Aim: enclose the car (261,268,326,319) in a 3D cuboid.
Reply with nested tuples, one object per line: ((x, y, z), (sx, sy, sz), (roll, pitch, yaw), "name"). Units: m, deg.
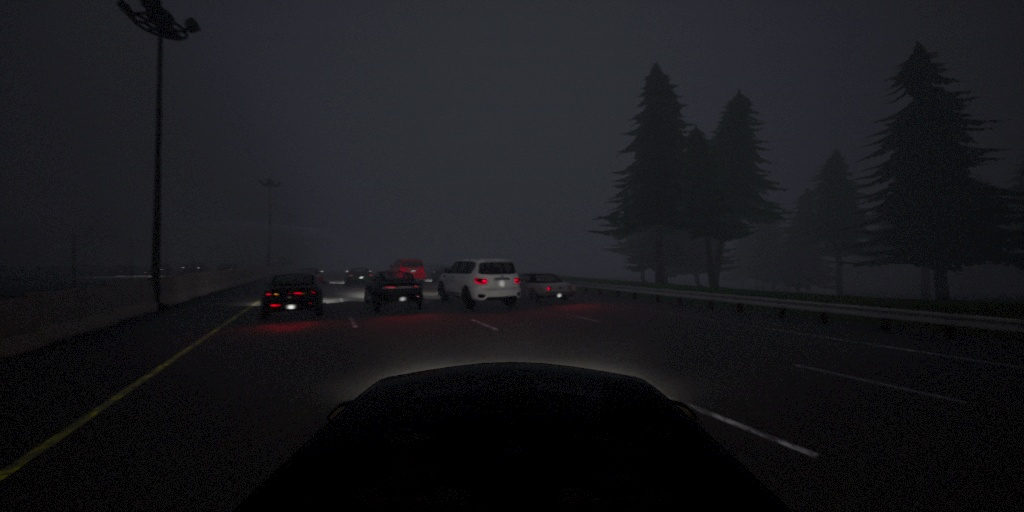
((-8.226, 1.382, 13.689), (1.837, 1.490, 4.892), (0, 0, -28), "car")

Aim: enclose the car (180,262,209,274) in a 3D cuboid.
((-42.348, 1.602, 47.921), (2.097, 1.767, 4.553), (0, -1, -27), "car")

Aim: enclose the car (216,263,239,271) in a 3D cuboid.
((-39.221, 1.746, 49.485), (1.882, 1.535, 5.008), (0, -1, -27), "car")

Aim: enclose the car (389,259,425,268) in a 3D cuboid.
((-8.657, 1.270, 29.389), (2.150, 2.045, 5.566), (0, 0, -28), "car")

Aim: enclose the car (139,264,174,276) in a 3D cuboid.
((-45.386, 1.732, 46.189), (1.837, 1.490, 4.892), (0, -1, -27), "car")

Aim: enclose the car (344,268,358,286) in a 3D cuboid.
((-12.088, 1.596, 28.404), (1.994, 1.385, 4.181), (0, -1, -28), "car")

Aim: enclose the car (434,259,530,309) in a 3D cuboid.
((-1.639, 1.132, 16.196), (2.150, 2.045, 5.566), (0, 0, -28), "car")

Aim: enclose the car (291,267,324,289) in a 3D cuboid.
((-15.292, 1.578, 26.984), (1.994, 1.385, 4.181), (0, -1, -28), "car")

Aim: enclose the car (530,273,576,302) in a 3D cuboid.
((1.143, 1.534, 18.427), (1.895, 1.301, 4.718), (0, -1, -28), "car")

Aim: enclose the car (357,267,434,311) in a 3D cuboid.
((-5.141, 1.388, 15.342), (2.128, 1.511, 4.902), (0, -1, -28), "car")

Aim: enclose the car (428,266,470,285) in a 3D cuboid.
((-5.558, 1.612, 31.009), (2.033, 1.411, 5.357), (0, -1, -28), "car")
